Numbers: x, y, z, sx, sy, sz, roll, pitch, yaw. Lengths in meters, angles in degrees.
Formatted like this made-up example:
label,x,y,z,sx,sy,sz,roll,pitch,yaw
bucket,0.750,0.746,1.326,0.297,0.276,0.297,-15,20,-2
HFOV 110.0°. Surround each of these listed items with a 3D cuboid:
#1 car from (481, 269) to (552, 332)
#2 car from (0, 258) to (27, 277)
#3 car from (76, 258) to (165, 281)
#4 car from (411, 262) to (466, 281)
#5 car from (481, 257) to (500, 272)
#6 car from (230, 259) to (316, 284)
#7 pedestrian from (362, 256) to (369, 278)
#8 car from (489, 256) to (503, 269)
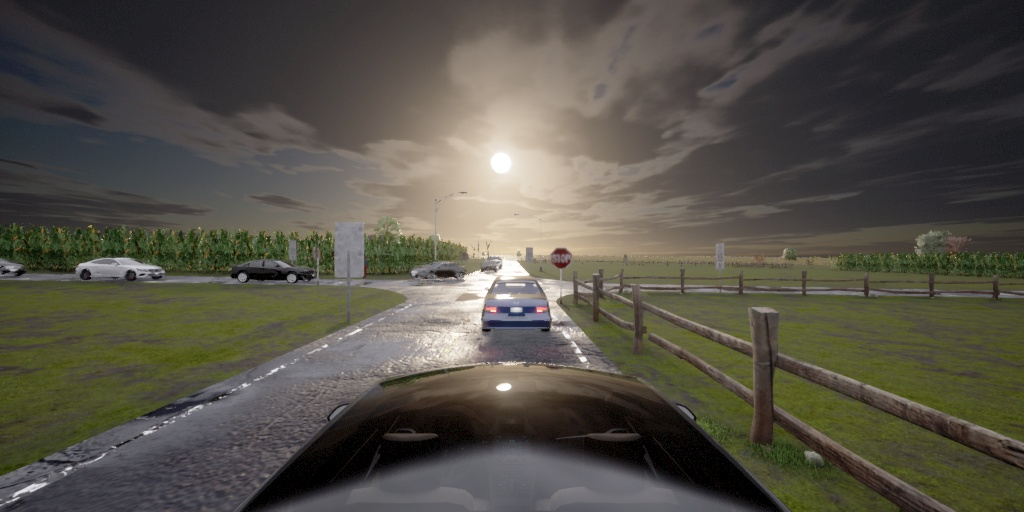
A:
label,x,y,z,sx,sy,sz,roll,pitch,yaw
car,0.101,1.299,10.845,2.033,1.411,5.357,0,0,0
car,-35.110,0.635,23.536,4.902,1.511,2.128,1,-1,0
car,-25.667,0.835,23.553,4.674,1.442,1.812,1,-1,0
car,-5.878,1.205,29.021,2.128,1.511,4.902,1,-1,39
car,-2.830,1.263,45.230,1.837,1.490,4.892,0,0,0
car,-15.602,0.966,23.614,5.008,1.535,1.882,1,-1,-1
pedestrian,-12.163,0.890,29.567,0.375,1.860,0.375,0,-2,0
car,-2.816,0.982,57.043,2.150,2.045,5.566,0,0,0
